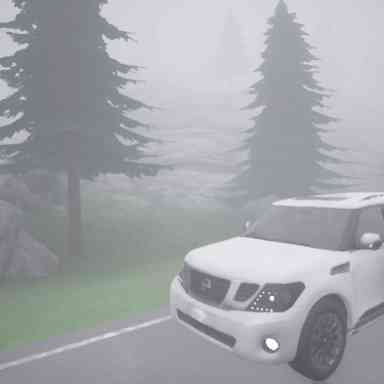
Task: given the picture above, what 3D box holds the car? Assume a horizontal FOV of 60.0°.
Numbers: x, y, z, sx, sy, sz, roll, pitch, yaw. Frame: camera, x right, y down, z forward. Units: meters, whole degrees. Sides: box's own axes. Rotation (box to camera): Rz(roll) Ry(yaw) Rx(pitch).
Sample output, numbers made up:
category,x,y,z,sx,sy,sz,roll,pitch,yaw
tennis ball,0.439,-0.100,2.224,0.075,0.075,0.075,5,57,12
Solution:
category,x,y,z,sx,sy,sz,roll,pitch,yaw
car,2.329,1.070,5.669,5.566,2.045,2.150,-2,1,-36
